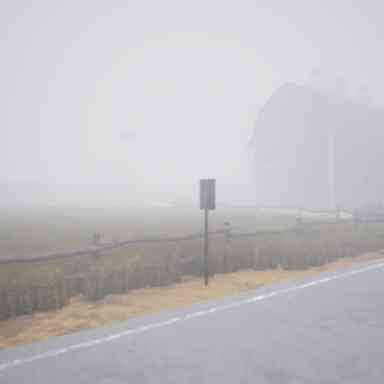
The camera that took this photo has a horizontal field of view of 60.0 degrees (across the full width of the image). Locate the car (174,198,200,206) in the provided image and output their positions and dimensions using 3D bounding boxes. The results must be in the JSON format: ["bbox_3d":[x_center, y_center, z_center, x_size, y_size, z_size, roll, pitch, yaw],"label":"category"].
[{"bbox_3d":[-0.297,1.476,39.182,1.837,1.490,4.892,0,0,-38],"label":"car"}]

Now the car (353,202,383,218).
[{"bbox_3d":[12.891,1.445,21.371,1.882,1.535,5.008,0,1,-25],"label":"car"}]
